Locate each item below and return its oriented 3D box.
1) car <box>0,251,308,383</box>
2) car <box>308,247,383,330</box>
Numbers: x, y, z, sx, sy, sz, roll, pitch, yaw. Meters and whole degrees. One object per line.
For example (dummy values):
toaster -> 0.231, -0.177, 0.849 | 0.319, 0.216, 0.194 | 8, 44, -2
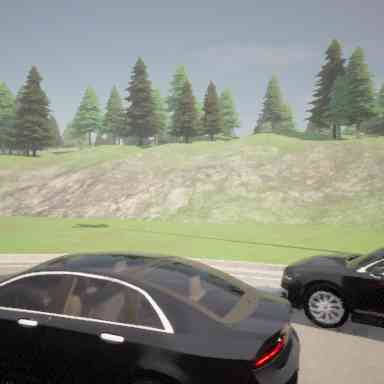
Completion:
car -> -1.253, 1.507, 4.061 | 4.892, 1.490, 1.837 | 1, 0, 22
car -> 3.892, 1.507, 5.277 | 4.892, 1.490, 1.837 | 1, 0, 36
